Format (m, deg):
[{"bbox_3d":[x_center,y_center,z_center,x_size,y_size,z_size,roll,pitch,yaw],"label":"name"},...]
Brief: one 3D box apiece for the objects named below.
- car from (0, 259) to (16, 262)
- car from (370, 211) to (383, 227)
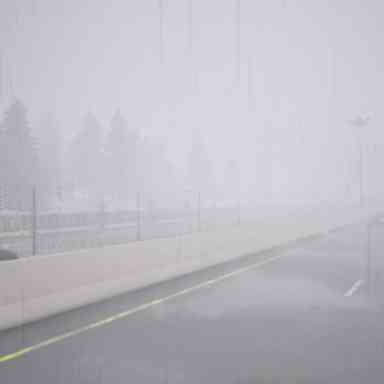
[{"bbox_3d":[-6.764,1.970,8.558,1.994,1.385,4.181,-2,-2,36],"label":"car"},{"bbox_3d":[16.630,2.272,28.546,1.994,1.385,4.181,-2,-2,36],"label":"car"}]
